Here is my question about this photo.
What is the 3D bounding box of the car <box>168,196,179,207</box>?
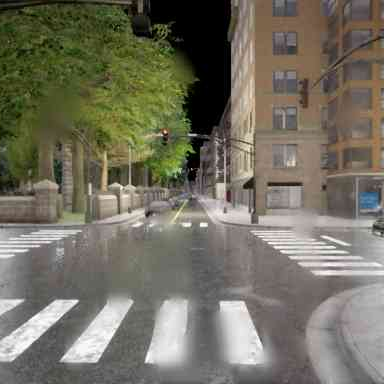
[{"bbox_3d":[-3.004,1.465,40.740,1.837,1.490,4.892,0,0,0],"label":"car"}]

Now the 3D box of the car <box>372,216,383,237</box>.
[{"bbox_3d":[11.003,1.366,15.589,4.553,1.767,2.097,0,0,0],"label":"car"}]

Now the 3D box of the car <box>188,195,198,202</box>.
[{"bbox_3d":[0.198,1.424,70.777,1.812,1.442,4.674,0,0,0],"label":"car"}]

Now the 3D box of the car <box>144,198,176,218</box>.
[{"bbox_3d":[-3.004,1.526,30.668,2.033,1.411,5.357,0,0,4],"label":"car"}]
